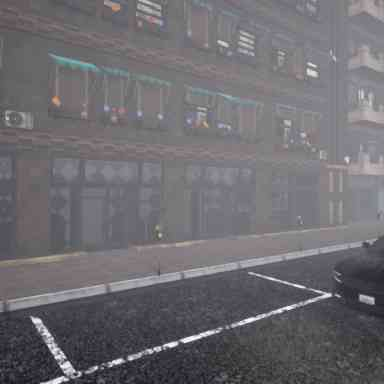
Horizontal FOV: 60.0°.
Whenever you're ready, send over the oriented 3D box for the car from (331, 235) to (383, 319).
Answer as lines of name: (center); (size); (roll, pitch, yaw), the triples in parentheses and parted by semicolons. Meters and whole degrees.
car: (4.879, 1.477, 6.870); (5.008, 1.535, 1.882); (0, 0, -36)
